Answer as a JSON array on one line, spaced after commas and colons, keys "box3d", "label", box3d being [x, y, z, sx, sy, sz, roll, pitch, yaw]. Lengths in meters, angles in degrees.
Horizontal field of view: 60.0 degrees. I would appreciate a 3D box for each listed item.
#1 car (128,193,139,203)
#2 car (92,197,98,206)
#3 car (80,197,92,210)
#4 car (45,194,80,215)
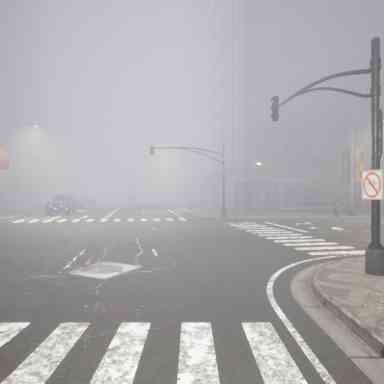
[{"box3d": [-13.115, 1.298, 74.011, 2.150, 2.045, 5.566, 0, 0, -9], "label": "car"}, {"box3d": [-16.543, 1.513, 54.016, 1.882, 1.535, 5.008, 0, 0, -9], "label": "car"}, {"box3d": [-14.933, 1.588, 43.984, 1.994, 1.385, 4.181, 0, 0, -10], "label": "car"}, {"box3d": [-13.322, 1.237, 34.125, 2.150, 2.045, 5.566, 0, 0, -10], "label": "car"}]
